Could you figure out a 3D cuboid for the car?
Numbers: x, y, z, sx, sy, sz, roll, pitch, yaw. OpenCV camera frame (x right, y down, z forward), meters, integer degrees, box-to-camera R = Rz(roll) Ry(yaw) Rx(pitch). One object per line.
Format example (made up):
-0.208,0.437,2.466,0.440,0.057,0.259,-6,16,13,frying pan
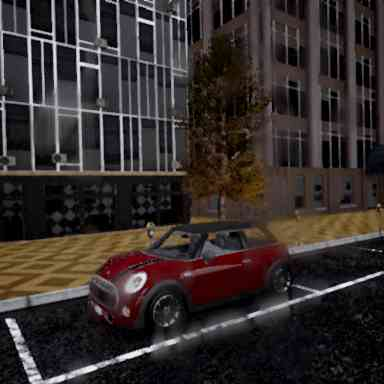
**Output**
0.083,1.366,6.612,4.097,1.590,1.967,-1,0,-35,car
